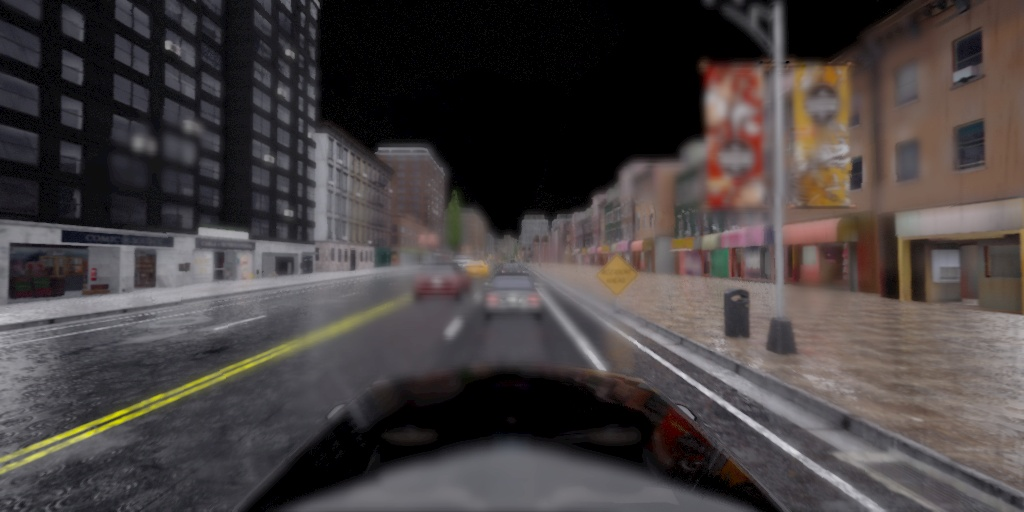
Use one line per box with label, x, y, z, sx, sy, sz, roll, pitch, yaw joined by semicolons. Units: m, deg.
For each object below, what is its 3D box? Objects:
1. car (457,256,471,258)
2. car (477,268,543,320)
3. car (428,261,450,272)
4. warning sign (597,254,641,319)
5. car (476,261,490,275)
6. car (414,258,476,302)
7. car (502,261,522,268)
car;-6.591;1.035;49.052;2.150;2.045;5.566;0;-1;0
car;0.061;1.314;12.740;2.033;1.411;5.357;0;0;0
car;-9.841;1.373;48.627;1.994;1.385;4.181;0;0;0
warning sign;3.224;0.882;10.799;1.300;1.860;1.060;0;0;0
car;-3.164;1.244;34.388;1.882;1.535;5.008;0;0;0
car;-3.168;1.115;17.346;2.097;1.767;4.553;0;0;0
car;0.076;1.362;30.962;1.895;1.301;4.718;0;0;0
